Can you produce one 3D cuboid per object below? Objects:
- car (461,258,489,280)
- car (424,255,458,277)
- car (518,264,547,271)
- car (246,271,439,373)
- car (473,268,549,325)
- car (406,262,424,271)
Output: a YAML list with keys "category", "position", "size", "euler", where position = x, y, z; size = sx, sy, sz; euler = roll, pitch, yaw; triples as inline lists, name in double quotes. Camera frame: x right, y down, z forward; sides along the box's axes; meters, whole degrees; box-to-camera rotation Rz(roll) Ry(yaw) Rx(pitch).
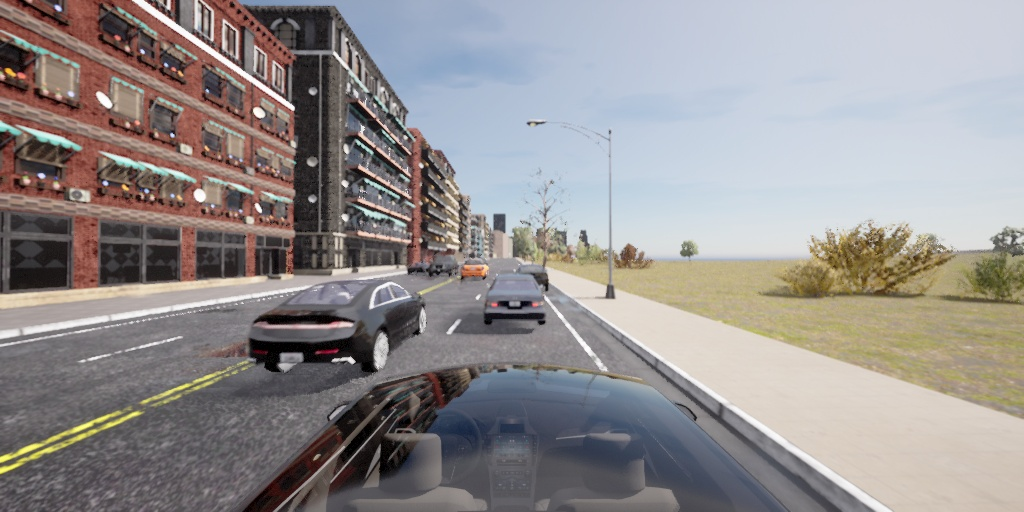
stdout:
- category: "car"
  position: [-3.184, 1.086, 31.469]
  size: [2.097, 1.767, 4.553]
  euler: [0, 0, 0]
- category: "car"
  position: [-6.638, 0.954, 35.194]
  size: [2.150, 2.045, 5.566]
  euler: [0, 0, 0]
- category: "car"
  position: [1.116, 1.219, 21.609]
  size: [1.882, 1.535, 5.008]
  euler: [0, 0, 0]
- category: "car"
  position: [-3.157, 1.238, 7.554]
  size: [2.128, 1.511, 4.902]
  euler: [0, 0, 0]
- category: "car"
  position: [0.093, 1.293, 11.846]
  size: [2.033, 1.411, 5.357]
  euler: [0, 0, 0]
- category: "car"
  position: [-9.891, 1.331, 38.778]
  size: [1.895, 1.301, 4.718]
  euler: [0, 0, 0]
